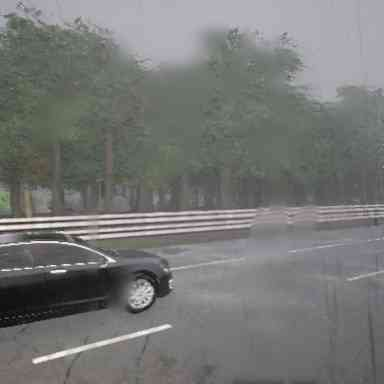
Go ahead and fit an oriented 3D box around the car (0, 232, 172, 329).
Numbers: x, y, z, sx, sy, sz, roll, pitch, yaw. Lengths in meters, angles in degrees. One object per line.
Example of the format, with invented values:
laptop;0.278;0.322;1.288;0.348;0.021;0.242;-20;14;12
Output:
car;-2.673;1.498;6.046;4.892;1.490;1.837;0;0;-34
